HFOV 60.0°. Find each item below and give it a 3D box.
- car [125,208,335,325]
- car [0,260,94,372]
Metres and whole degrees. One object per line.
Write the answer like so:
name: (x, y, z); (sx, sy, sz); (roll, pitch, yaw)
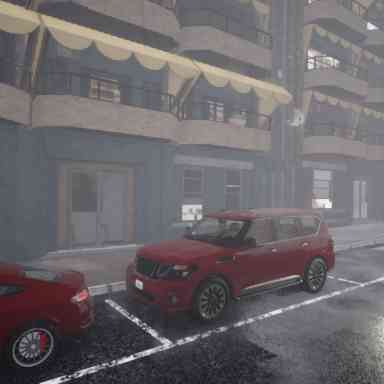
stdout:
car: (1.114, 1.318, 7.335); (5.009, 1.841, 2.192); (0, 1, -35)
car: (-3.384, 1.582, 4.131); (4.206, 1.307, 1.802); (0, 1, -35)
